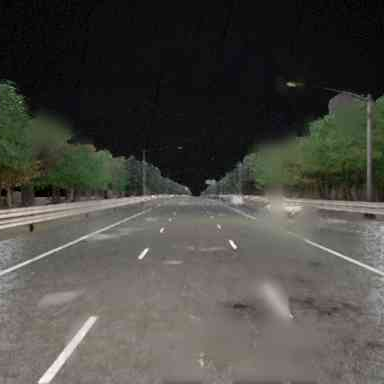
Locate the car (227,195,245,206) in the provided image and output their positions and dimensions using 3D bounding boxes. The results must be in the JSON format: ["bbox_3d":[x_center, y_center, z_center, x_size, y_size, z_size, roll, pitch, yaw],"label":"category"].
[{"bbox_3d":[6.987,1.457,51.885,1.812,1.442,4.674,0,0,0],"label":"car"}]

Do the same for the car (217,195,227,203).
[{"bbox_3d":[6.990,1.426,68.914,2.128,1.511,4.902,0,0,0],"label":"car"}]

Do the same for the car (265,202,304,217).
[{"bbox_3d":[8.477,1.576,31.042,1.895,1.301,4.718,0,0,-9],"label":"car"}]
